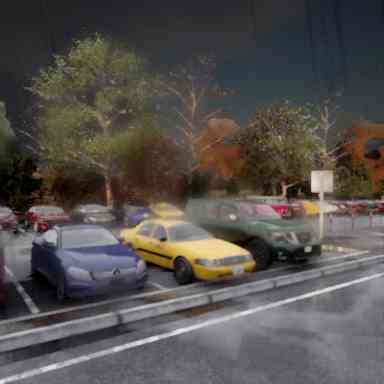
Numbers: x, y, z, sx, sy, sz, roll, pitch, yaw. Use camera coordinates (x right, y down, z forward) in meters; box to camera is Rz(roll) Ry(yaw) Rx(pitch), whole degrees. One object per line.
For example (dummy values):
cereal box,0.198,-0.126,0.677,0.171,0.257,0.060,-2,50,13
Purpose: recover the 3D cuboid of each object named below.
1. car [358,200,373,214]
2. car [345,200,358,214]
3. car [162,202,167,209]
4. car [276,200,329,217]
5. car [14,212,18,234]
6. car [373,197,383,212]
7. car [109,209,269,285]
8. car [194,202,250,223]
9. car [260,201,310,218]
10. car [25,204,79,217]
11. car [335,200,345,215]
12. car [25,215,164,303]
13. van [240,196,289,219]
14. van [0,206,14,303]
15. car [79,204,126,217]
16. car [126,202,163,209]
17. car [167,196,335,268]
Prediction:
car,18.223,1.742,39.728,2.097,1.535,5.008,0,0,-36
car,15.951,1.598,38.135,2.185,1.767,4.553,0,0,-36
car,-1.982,1.576,25.038,1.946,1.575,5.366,0,0,-36
car,11.457,1.686,34.875,2.097,1.535,5.008,0,0,-36
car,-11.123,1.509,18.734,2.097,1.535,5.008,0,0,-36
car,20.487,1.762,41.333,2.231,1.521,4.892,0,0,-36
car,-0.459,1.528,10.046,1.946,1.575,5.366,0,0,-36
car,2.442,1.644,28.396,2.163,1.488,4.792,0,0,-36
car,9.197,1.708,33.260,2.002,1.452,4.674,0,0,-36
car,-8.865,1.526,20.349,2.097,1.535,5.008,0,0,-36
car,13.713,1.745,36.492,2.002,1.452,4.674,0,0,-36
car,-2.849,1.553,8.568,2.002,1.452,4.674,0,0,-36
van,6.872,1.424,31.744,1.878,1.987,4.442,0,0,-36
van,-5.194,1.270,7.031,1.878,1.987,4.442,0,0,-36
car,-6.608,1.545,21.965,2.231,1.521,4.892,0,0,-36
car,-4.365,1.591,23.598,2.163,1.488,4.792,0,0,-36
car,1.731,1.298,11.806,2.435,2.045,5.566,0,0,-36
